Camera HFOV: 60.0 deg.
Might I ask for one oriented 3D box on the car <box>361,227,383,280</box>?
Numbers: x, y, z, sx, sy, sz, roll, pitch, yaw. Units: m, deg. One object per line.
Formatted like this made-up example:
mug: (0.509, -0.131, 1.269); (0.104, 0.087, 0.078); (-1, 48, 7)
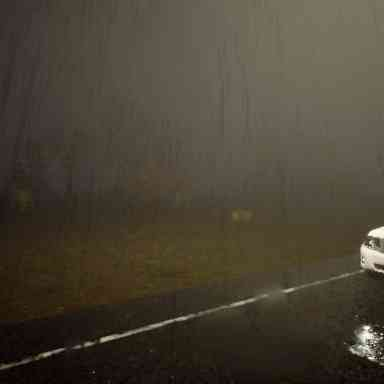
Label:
car: (6.783, 1.223, 8.872); (5.566, 2.045, 2.150); (0, 0, -36)
